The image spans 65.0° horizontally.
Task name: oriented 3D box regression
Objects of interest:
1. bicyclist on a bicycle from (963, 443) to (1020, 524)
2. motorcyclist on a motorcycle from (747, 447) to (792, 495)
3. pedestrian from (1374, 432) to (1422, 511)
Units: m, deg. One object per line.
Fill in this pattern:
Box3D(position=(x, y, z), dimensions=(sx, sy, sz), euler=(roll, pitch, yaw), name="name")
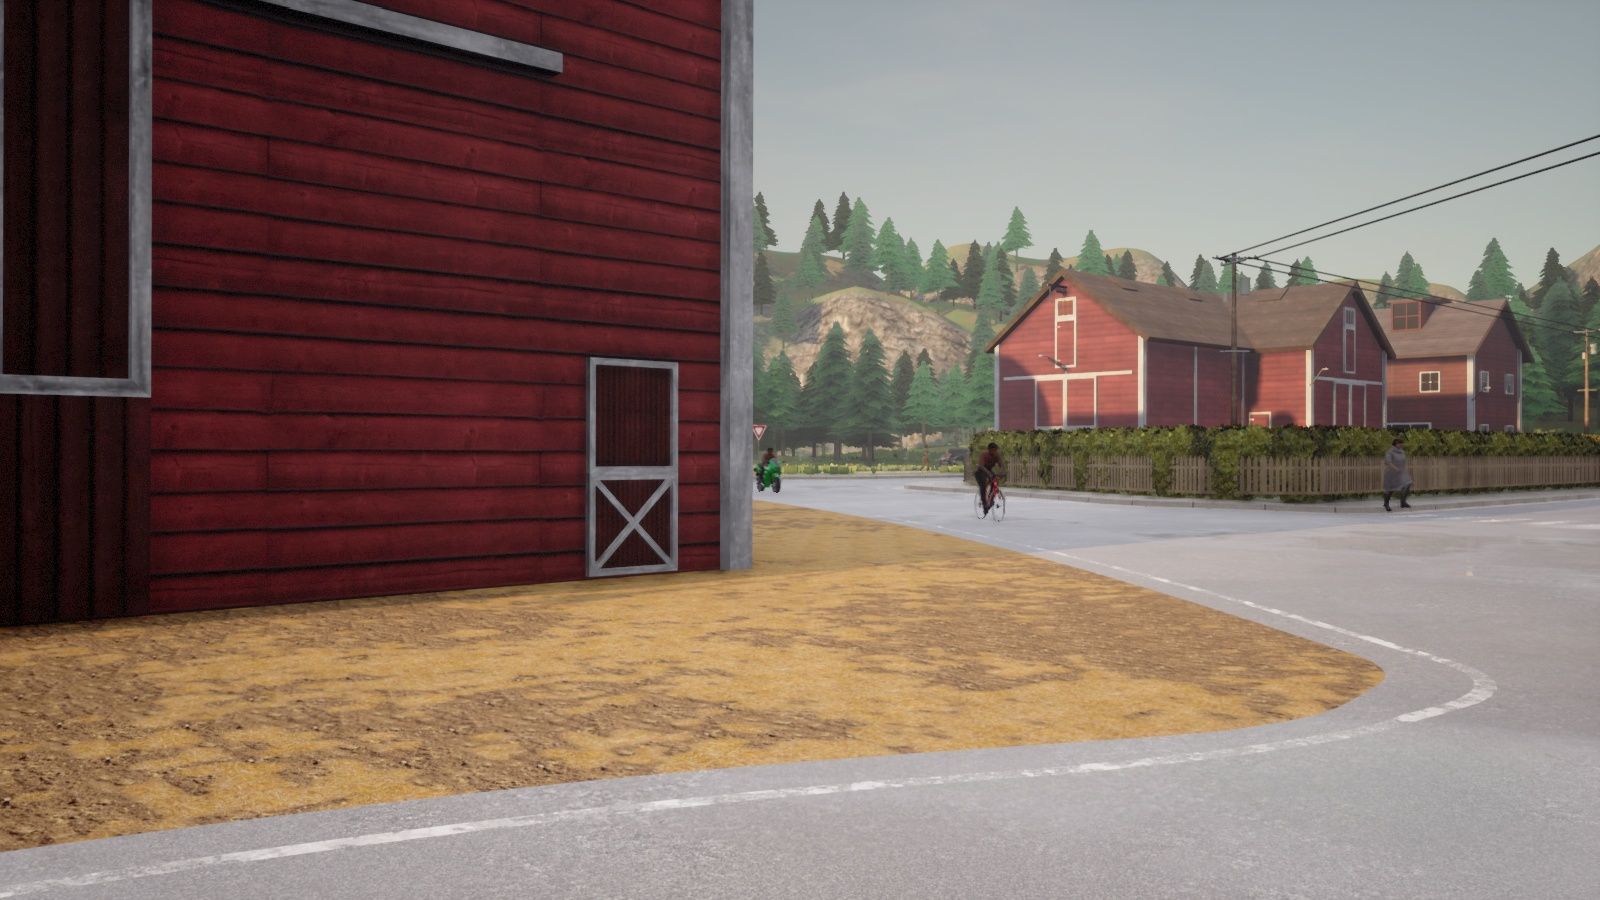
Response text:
Box3D(position=(3.937, 0.658, 25.936), dimensions=(0.582, 1.620, 1.656), euler=(0, 0, -13), name="bicyclist on a bicycle")
Box3D(position=(-1.015, 0.678, 41.685), dimensions=(0.797, 1.523, 2.044), euler=(0, 0, -23), name="motorcyclist on a motorcycle")
Box3D(position=(15.028, 0.534, 31.571), dimensions=(0.659, 1.952, 0.873), euler=(0, 0, -16), name="pedestrian")
